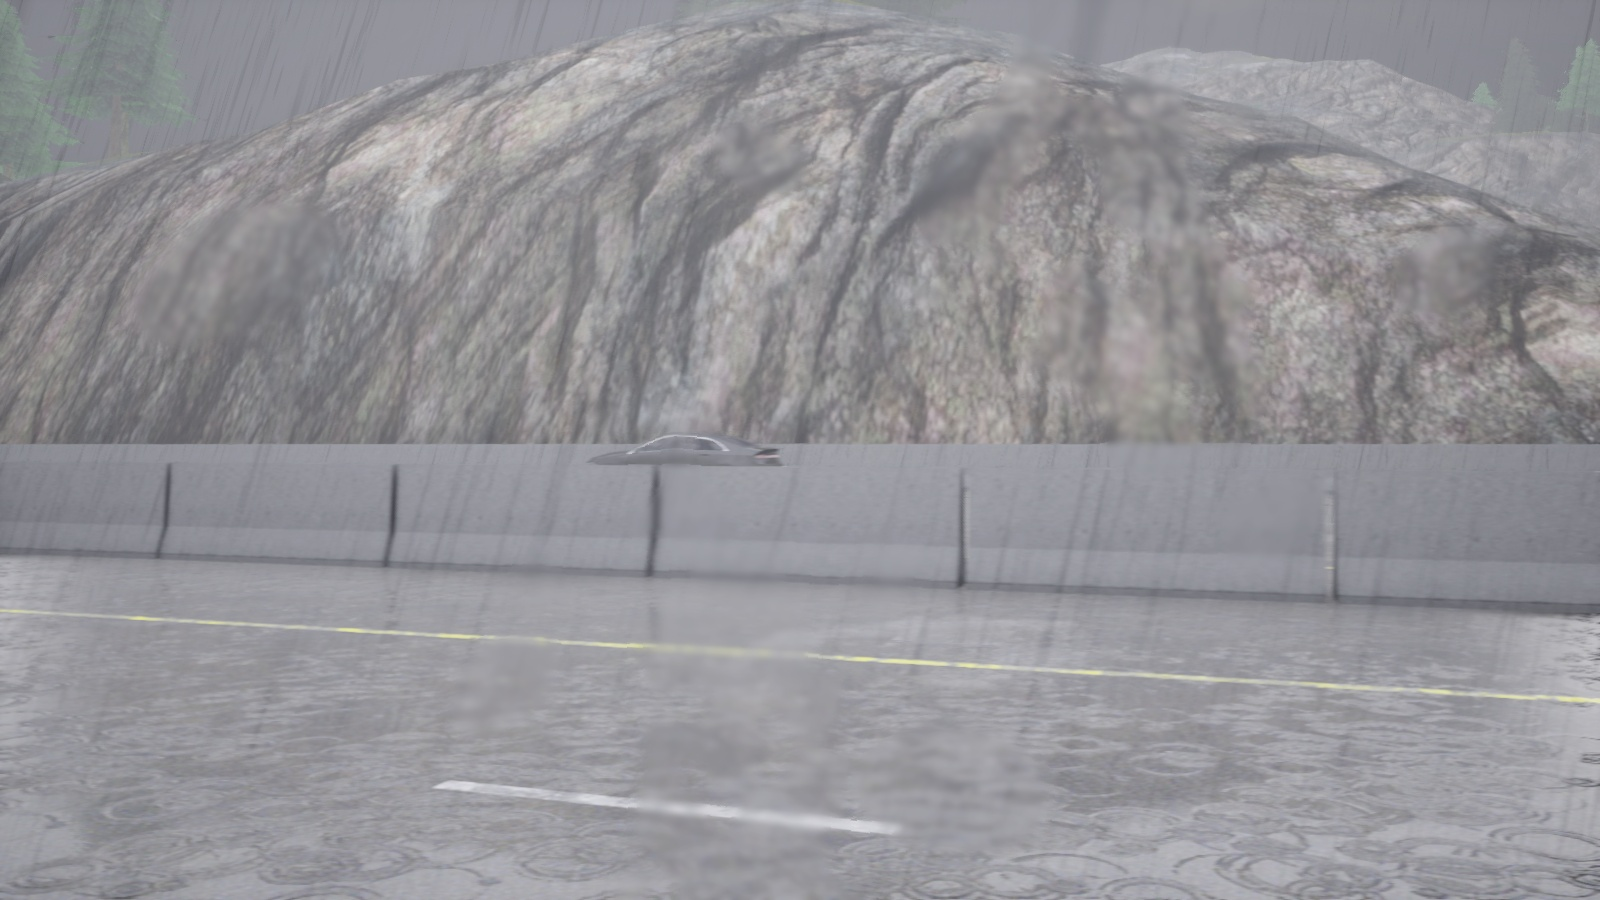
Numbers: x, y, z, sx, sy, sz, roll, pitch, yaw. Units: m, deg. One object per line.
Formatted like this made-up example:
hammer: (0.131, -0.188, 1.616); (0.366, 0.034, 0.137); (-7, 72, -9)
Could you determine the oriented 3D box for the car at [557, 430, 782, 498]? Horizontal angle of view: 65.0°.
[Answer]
car: (-3.110, 0.289, 30.086); (4.902, 1.511, 2.128); (1, 1, 19)
